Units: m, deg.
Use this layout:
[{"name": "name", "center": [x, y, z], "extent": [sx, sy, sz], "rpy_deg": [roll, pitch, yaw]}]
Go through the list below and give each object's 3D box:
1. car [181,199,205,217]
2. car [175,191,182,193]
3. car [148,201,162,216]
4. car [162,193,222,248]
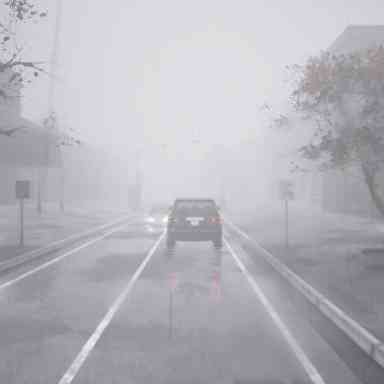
[{"name": "car", "center": [0.101, 1.481, 31.883], "extent": [2.128, 1.511, 4.902], "rpy_deg": [0, 0, 0]}, {"name": "car", "center": [-2.997, 0.904, 73.635], "extent": [2.150, 2.045, 5.566], "rpy_deg": [0, 1, 0]}, {"name": "car", "center": [-3.096, 1.591, 32.538], "extent": [1.895, 1.301, 4.718], "rpy_deg": [0, 0, 0]}, {"name": "car", "center": [0.101, 1.217, 14.781], "extent": [2.150, 2.045, 5.566], "rpy_deg": [0, 0, 0]}]
